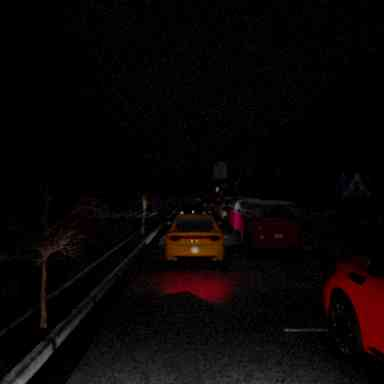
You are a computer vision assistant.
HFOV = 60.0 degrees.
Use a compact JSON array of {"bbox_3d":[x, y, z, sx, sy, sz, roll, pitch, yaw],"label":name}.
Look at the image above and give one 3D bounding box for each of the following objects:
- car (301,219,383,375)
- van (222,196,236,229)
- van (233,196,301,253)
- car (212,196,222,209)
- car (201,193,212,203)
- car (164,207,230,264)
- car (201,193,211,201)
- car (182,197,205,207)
[{"bbox_3d":[3.050,1.240,2.703,2.435,2.045,5.566,0,0,0],"label":"car"},{"bbox_3d":[3.051,1.316,19.430,1.878,1.987,4.442,0,0,0],"label":"van"},{"bbox_3d":[3.050,1.303,13.883,1.878,1.987,4.442,0,0,0],"label":"van"},{"bbox_3d":[3.050,1.301,24.888,2.435,2.045,5.566,0,0,0],"label":"car"},{"bbox_3d":[2.927,1.248,63.784,2.097,1.767,4.553,0,2,0],"label":"car"},{"bbox_3d":[0.087,1.520,12.060,1.882,1.535,5.008,0,0,0],"label":"car"},{"bbox_3d":[2.928,1.002,71.704,1.882,1.535,5.008,0,2,0],"label":"car"},{"bbox_3d":[0.098,1.589,33.519,1.837,1.490,4.892,0,0,0],"label":"car"}]
